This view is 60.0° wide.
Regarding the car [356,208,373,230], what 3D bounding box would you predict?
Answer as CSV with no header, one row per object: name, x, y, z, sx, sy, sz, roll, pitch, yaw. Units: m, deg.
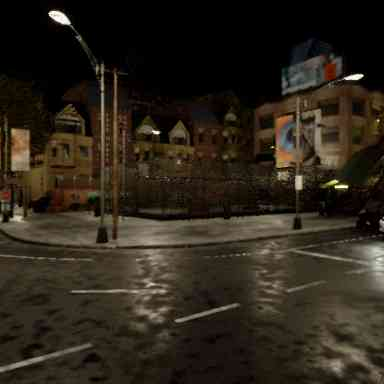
car,11.988,1.496,20.283,5.008,1.535,2.097,0,0,-36

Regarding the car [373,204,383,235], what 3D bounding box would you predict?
car,11.615,1.236,16.523,5.566,2.045,2.150,0,0,-35
